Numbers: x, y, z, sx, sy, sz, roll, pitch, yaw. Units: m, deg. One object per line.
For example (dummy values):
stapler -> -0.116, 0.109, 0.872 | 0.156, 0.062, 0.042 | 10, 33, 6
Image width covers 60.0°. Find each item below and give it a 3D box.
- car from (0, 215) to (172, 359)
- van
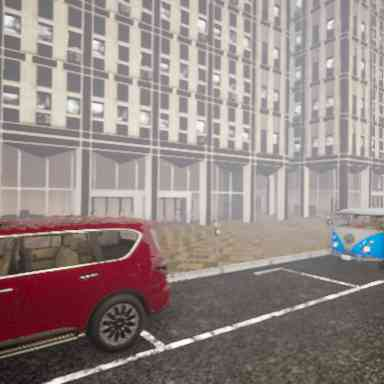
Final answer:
car -> -2.652, 1.318, 4.657 | 5.009, 1.841, 2.192 | 1, 0, -35
van -> 6.263, 1.420, 11.013 | 3.998, 1.788, 1.690 | 0, 0, -35
